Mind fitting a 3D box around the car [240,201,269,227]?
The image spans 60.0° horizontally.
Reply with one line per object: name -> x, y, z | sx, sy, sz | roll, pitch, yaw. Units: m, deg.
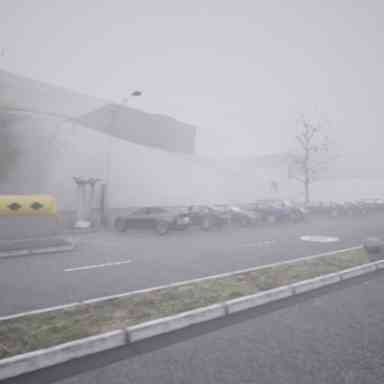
car -> 2.442, 1.532, 22.540 | 4.674, 1.452, 2.002 | -1, -1, 32

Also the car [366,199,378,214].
car -> 15.968, 1.528, 33.987 | 4.892, 1.521, 2.231 | 0, 0, 29

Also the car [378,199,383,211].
car -> 20.335, 1.551, 37.974 | 5.008, 1.535, 2.097 | 0, -1, 28

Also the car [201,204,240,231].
car -> 0.129, 1.491, 20.695 | 4.892, 1.521, 2.231 | -1, 0, 32

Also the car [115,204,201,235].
car -> -2.235, 1.520, 18.903 | 4.792, 1.488, 2.163 | -1, 0, 33

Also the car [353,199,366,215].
car -> 13.755, 1.518, 32.023 | 4.892, 1.521, 2.231 | 0, 0, 29

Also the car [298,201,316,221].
car -> 6.991, 1.373, 26.288 | 4.553, 1.767, 2.185 | -1, -1, 31

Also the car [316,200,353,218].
car -> 11.527, 1.511, 30.081 | 4.892, 1.521, 2.231 | 0, 0, 30

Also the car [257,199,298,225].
car -> 4.741, 1.494, 24.388 | 5.008, 1.535, 2.097 | -1, 0, 31
